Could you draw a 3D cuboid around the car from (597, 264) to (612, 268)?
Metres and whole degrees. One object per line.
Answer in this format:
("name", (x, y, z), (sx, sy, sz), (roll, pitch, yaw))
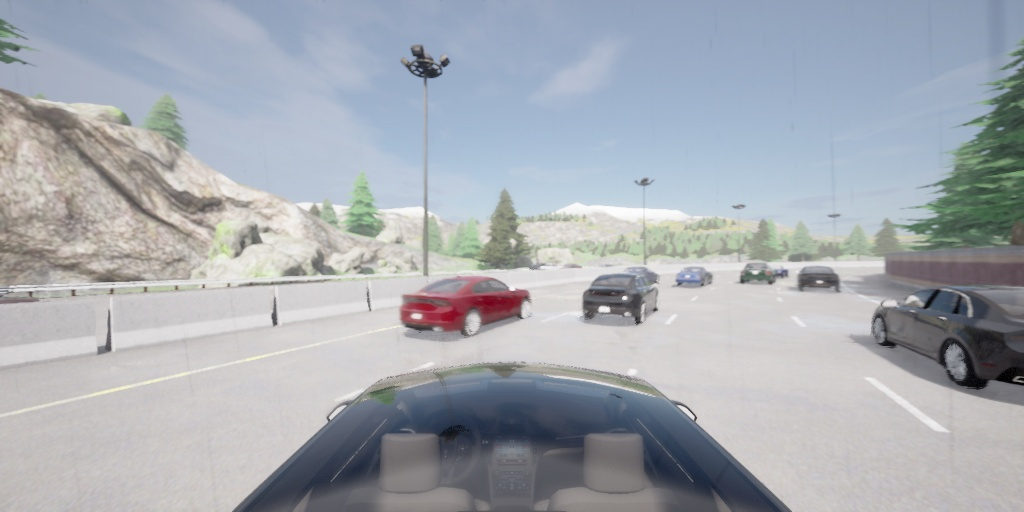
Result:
("car", (12.452, 1.751, 47.123), (1.994, 1.385, 4.181), (-1, -1, 44))

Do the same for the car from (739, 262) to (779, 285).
("car", (19.700, 1.298, 28.676), (2.097, 1.767, 4.553), (-1, -1, 40))

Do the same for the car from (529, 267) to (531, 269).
("car", (4.435, 1.809, 53.924), (1.837, 1.490, 4.892), (-1, -1, 44))

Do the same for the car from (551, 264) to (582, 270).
("car", (7.562, 1.735, 47.003), (1.812, 1.442, 4.674), (-1, -1, 42))

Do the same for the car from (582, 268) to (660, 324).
("car", (3.972, 1.355, 12.713), (1.837, 1.490, 4.892), (-1, -1, 31))

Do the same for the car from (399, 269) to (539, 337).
("car", (-1.125, 1.334, 10.902), (1.882, 1.535, 5.008), (-1, -1, 29))

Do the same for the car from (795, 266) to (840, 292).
("car", (19.197, 1.359, 22.583), (1.882, 1.535, 5.008), (-1, -1, 38))

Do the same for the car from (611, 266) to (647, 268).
("car", (9.746, 1.532, 27.575), (2.033, 1.411, 5.357), (-1, -1, 37))

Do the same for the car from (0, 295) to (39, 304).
("car", (-14.739, 1.441, 7.963), (2.033, 1.411, 5.357), (-1, -1, 26))

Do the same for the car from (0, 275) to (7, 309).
("car", (-23.748, 1.547, 13.417), (2.033, 1.411, 5.357), (-1, -1, 26))

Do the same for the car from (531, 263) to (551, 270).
("car", (5.228, 1.776, 49.637), (1.812, 1.442, 4.674), (-1, -1, 43))

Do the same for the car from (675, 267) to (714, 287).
("car", (13.831, 1.506, 27.071), (2.033, 1.411, 5.357), (-1, -1, 38))

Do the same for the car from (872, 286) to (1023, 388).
("car", (8.335, 1.263, 6.340), (1.837, 1.490, 4.892), (-1, -1, 29))

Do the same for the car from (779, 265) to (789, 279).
("car", (26.809, 1.597, 36.492), (1.895, 1.301, 4.718), (-1, -1, 44))
